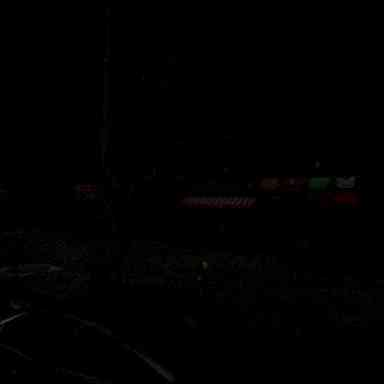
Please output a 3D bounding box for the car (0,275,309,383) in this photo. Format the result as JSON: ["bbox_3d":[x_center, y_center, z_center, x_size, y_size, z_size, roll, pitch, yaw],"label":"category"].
[{"bbox_3d":[-0.976,1.689,3.477,4.313,1.339,1.947,-1,-2,37],"label":"car"}]
